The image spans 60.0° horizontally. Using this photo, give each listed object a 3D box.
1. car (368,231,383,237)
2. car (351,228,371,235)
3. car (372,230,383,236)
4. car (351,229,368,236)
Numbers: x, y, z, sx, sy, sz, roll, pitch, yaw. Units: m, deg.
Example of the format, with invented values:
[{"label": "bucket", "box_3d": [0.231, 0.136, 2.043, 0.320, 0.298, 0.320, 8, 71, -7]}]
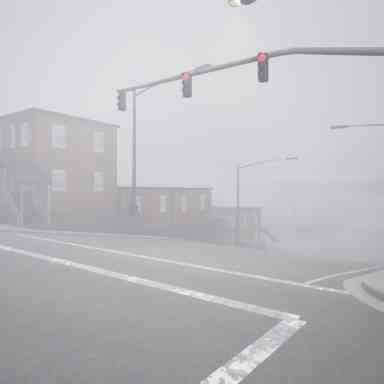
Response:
[{"label": "car", "box_3d": [42.863, 9.331, 74.266, 4.974, 1.542, 2.038, 0, 0, 1]}, {"label": "car", "box_3d": [39.192, 9.156, 77.112, 1.853, 1.218, 4.536, 0, 0, -9]}, {"label": "car", "box_3d": [42.916, 9.174, 74.265, 4.536, 1.218, 1.853, 0, 0, 1]}, {"label": "car", "box_3d": [39.200, 9.314, 77.061, 2.038, 1.542, 4.974, 0, 0, -9]}]
